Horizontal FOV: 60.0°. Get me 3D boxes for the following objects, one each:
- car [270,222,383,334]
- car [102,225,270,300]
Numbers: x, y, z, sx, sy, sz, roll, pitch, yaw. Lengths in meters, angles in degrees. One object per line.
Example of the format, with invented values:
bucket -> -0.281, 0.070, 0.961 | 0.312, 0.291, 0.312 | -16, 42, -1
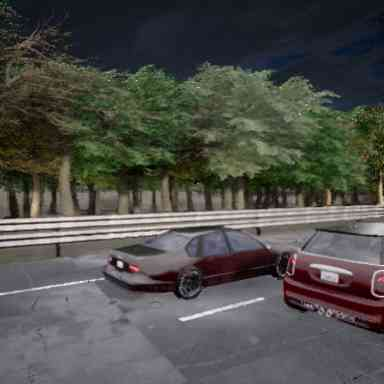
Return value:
car -> 3.931, 1.384, 6.554 | 4.553, 1.767, 2.097 | 0, 0, -35
car -> 0.545, 1.572, 8.434 | 5.357, 1.411, 2.033 | 0, 0, -36
